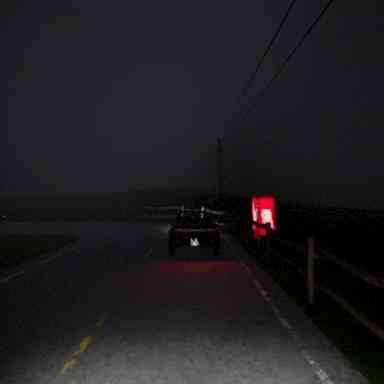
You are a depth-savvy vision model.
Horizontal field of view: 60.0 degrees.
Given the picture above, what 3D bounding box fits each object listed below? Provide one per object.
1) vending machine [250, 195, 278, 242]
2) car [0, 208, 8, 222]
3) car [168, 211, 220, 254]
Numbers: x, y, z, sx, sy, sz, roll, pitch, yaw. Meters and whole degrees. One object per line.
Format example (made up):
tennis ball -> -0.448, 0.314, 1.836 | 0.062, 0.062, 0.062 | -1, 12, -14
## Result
vending machine -> 3.356, 1.214, 15.562 | 1.100, 2.100, 0.880 | 0, 0, -1
car -> -15.751, 1.554, 24.015 | 4.674, 1.442, 1.812 | 0, 0, 5
car -> 0.043, 1.508, 13.560 | 2.128, 1.511, 4.902 | 0, 0, -1
